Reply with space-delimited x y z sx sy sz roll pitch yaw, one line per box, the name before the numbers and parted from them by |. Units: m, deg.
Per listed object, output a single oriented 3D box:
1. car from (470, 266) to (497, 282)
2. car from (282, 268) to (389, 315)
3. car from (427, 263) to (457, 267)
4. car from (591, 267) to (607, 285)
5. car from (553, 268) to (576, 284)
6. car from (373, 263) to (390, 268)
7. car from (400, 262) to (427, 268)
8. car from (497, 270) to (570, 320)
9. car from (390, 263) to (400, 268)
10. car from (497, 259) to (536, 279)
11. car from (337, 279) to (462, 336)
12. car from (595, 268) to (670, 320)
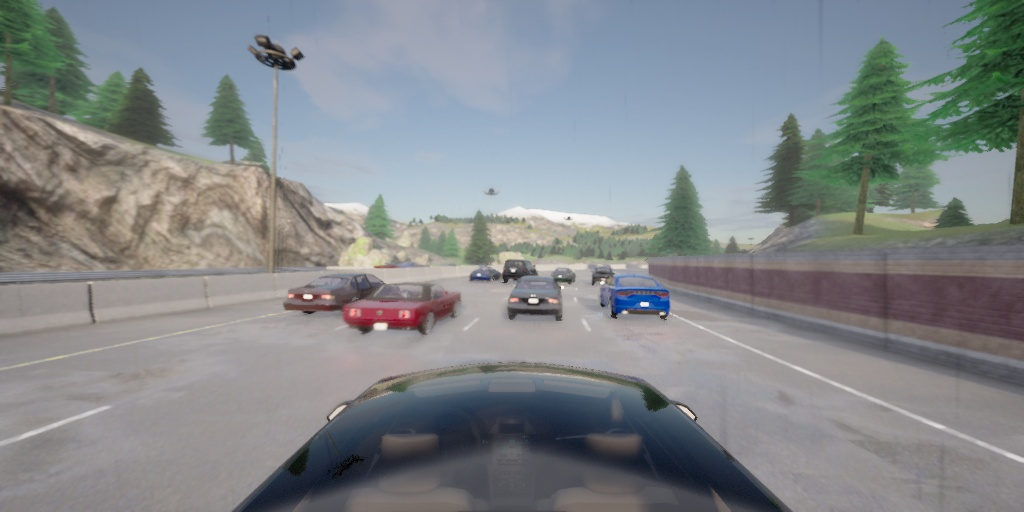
car | -2.385 1.638 33.219 1.994 1.385 4.181 1 -1 15
car | -6.070 1.344 13.641 2.033 1.411 5.357 1 -1 6
car | -8.809 1.704 48.724 2.033 1.411 5.357 1 -1 20
car | 7.978 1.711 31.407 1.837 1.490 4.892 1 -1 15
car | 4.635 1.732 32.408 1.994 1.385 4.181 1 -1 15
car | -18.394 1.665 52.984 1.895 1.301 4.718 1 -1 20
car | -12.571 1.700 48.571 1.895 1.301 4.718 1 -1 19
car | 0.947 1.445 13.404 2.033 1.411 5.357 1 -1 7
car | -14.981 1.582 52.120 1.882 1.535 5.008 1 -1 20
car | 0.740 1.322 31.455 2.150 2.045 5.566 1 -1 14
car | -2.869 1.411 10.661 1.895 1.301 4.718 1 -1 6
car | 4.560 1.434 13.946 1.882 1.535 5.008 1 -1 7
